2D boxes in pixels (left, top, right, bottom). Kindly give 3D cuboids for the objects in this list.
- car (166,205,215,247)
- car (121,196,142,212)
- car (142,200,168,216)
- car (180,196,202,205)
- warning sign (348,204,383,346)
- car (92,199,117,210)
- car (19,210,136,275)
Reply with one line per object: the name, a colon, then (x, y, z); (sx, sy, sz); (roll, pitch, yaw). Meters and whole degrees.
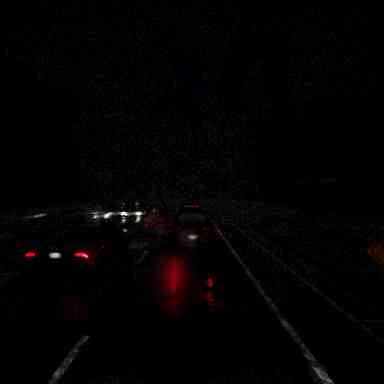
car: (0.004, 1.501, 14.715); (1.812, 1.442, 4.674); (0, 0, 0)
car: (-6.827, 1.320, 38.607); (2.097, 1.767, 4.553); (0, 0, 0)
car: (-3.348, 1.484, 31.844); (1.812, 1.442, 4.674); (0, 0, 0)
car: (-0.092, 1.449, 30.757); (2.128, 1.511, 4.902); (0, 0, 0)
warning sign: (3.182, 1.114, 4.823); (1.300, 1.860, 1.060); (-1, -1, 0)
car: (-10.077, 1.531, 38.511); (1.994, 1.385, 4.181); (0, 0, 0)
car: (-3.227, 1.534, 10.322); (2.033, 1.411, 5.357); (0, 0, 0)
